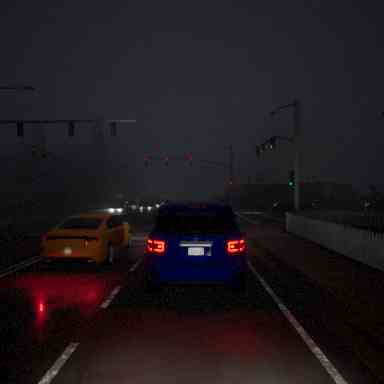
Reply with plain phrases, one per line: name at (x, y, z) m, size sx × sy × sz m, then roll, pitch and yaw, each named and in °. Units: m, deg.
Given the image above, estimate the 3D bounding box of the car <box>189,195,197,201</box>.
car at (0.221, 1.540, 88.985) m, size 2.033 × 1.411 × 5.357 m, roll 0°, pitch 0°, yaw 0°

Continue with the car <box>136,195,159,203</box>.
car at (-6.966, 1.547, 52.205) m, size 2.033 × 1.411 × 5.357 m, roll 0°, pitch 0°, yaw 0°

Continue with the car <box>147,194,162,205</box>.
car at (-6.911, 1.352, 61.686) m, size 2.097 × 1.767 × 4.553 m, roll 0°, pitch 0°, yaw 0°

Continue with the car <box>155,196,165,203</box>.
car at (-6.822, 1.524, 71.685) m, size 1.812 × 1.442 × 4.674 m, roll 0°, pitch 0°, yaw 0°

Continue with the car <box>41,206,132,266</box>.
car at (-3.395, 1.478, 11.619) m, size 1.882 × 1.535 × 5.008 m, roll 0°, pitch 0°, yaw 0°

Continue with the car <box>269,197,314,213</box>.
car at (10.736, 1.352, 36.049) m, size 4.553 × 1.767 × 2.097 m, roll 0°, pitch 0°, yaw -1°

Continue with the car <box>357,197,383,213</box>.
car at (20.518, 1.352, 36.268) m, size 4.553 × 1.767 × 2.097 m, roll 0°, pitch 0°, yaw -1°

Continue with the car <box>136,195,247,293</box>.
car at (0.085, 1.221, 8.996) m, size 2.150 × 2.045 × 5.566 m, roll 0°, pitch 0°, yaw 0°

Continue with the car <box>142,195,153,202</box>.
car at (-10.309, 1.524, 76.943) m, size 1.812 × 1.442 × 4.674 m, roll 0°, pitch 0°, yaw 0°

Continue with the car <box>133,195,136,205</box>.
car at (-10.436, 1.352, 57.419) m, size 2.097 × 1.767 × 4.553 m, roll 0°, pitch 0°, yaw 0°

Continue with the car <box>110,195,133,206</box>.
car at (-10.477, 1.492, 48.207) m, size 2.128 × 1.511 × 4.902 m, roll 0°, pitch 0°, yaw 0°

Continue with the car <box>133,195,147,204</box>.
car at (-10.354, 1.478, 66.688) m, size 1.882 × 1.535 × 5.008 m, roll 0°, pitch 0°, yaw 1°
